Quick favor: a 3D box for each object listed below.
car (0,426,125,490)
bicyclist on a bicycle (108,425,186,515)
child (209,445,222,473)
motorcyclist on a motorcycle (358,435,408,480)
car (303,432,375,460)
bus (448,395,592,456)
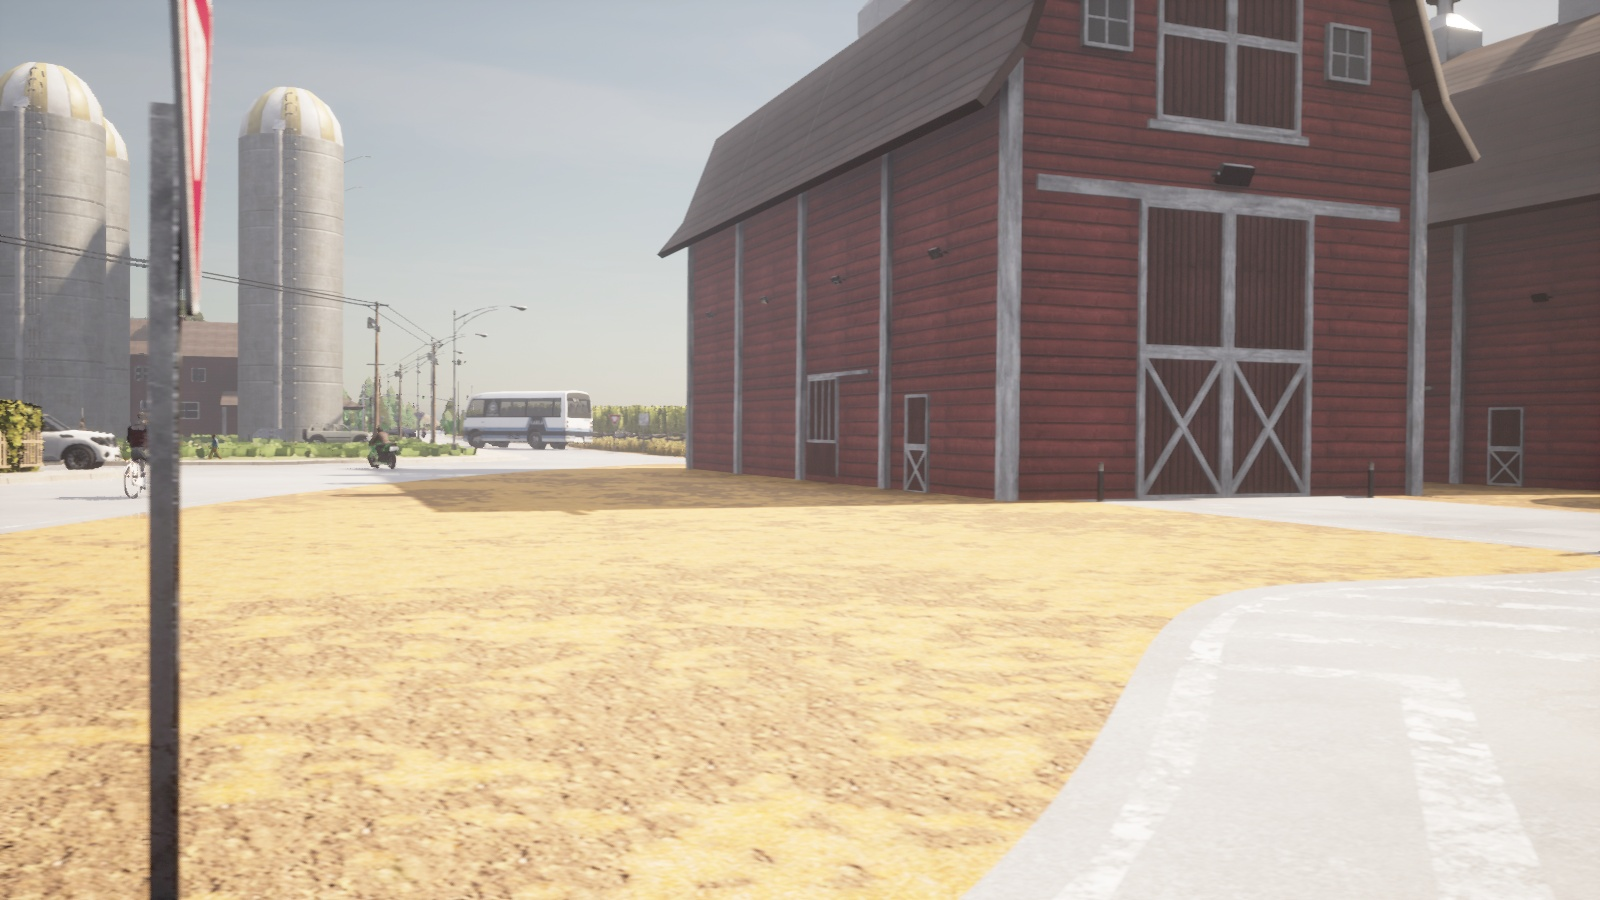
[{"bbox_3d":[-26.010,0.264,42.227,5.566,2.045,2.150,-1,1,-20],"label":"car"},{"bbox_3d":[-13.373,0.388,25.774,0.659,1.776,1.843,-1,1,-1],"label":"bicyclist on a bicycle"},{"bbox_3d":[-24.580,0.379,52.808,0.448,1.192,0.343,-1,1,-28],"label":"child"},{"bbox_3d":[-14.955,0.260,45.029,0.797,1.523,2.044,-6,4,-45],"label":"motorcyclist on a motorcycle"},{"bbox_3d":[-31.901,-0.318,86.922,4.605,1.855,1.932,-1,1,-22],"label":"car"},{"bbox_3d":[-20.737,-1.751,92.935,10.273,4.253,3.944,0,0,28],"label":"bus"}]
